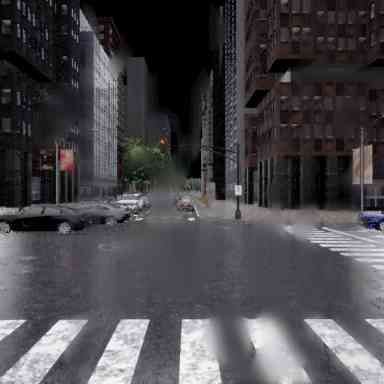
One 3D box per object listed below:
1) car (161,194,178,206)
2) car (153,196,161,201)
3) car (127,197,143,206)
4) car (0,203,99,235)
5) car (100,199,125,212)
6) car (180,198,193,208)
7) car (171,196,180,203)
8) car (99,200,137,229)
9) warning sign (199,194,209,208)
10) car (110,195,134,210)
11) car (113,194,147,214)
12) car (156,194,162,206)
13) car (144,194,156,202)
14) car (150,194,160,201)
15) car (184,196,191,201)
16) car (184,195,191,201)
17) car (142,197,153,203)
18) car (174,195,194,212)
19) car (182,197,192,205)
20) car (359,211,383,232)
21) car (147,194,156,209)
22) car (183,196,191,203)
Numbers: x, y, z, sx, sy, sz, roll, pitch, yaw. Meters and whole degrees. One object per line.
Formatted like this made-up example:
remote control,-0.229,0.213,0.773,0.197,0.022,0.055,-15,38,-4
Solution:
car,-3.532,1.538,55.633,2.128,1.511,4.902,0,0,-1
car,-9.745,1.695,93.185,1.887,1.381,4.507,0,0,-1
car,-9.391,1.570,55.035,1.752,1.417,4.829,0,0,-1
car,-7.810,1.392,17.559,5.008,1.535,1.882,1,0,0
car,-9.241,1.574,38.928,1.947,1.339,4.313,0,0,-1
car,-0.817,1.614,49.853,1.802,1.307,4.206,0,0,-1
car,-3.814,1.694,75.834,1.895,1.301,4.718,0,0,-1
car,-6.262,1.424,20.822,4.902,1.511,2.128,1,0,0
warning sign,1.560,1.132,42.696,1.300,1.860,1.060,0,0,-1
car,-9.292,1.335,44.354,2.192,1.841,5.009,0,0,-1
car,-6.545,1.223,35.566,2.150,2.045,5.566,0,0,-1
car,-6.717,1.398,55.792,2.097,1.767,4.553,0,0,0
car,-9.595,1.417,76.909,2.192,1.841,5.009,0,0,-1
car,-9.696,1.449,87.760,2.192,1.841,5.009,0,0,-1
car,-1.222,1.696,93.252,1.887,1.381,4.507,0,0,-1
car,-1.171,1.574,87.827,1.967,1.590,4.097,0,0,-1
car,-9.544,1.669,71.482,1.802,1.307,4.206,0,0,-1
car,-0.717,1.448,39.004,1.967,1.590,4.097,0,0,-1
car,-0.918,1.603,60.703,1.887,1.381,4.507,0,0,-1
car,13.216,1.689,20.990,5.008,1.535,1.882,1,0,0
car,-6.634,1.375,45.591,2.097,1.767,4.553,0,0,0
car,-1.020,1.612,71.723,1.752,1.417,4.829,0,0,-1
